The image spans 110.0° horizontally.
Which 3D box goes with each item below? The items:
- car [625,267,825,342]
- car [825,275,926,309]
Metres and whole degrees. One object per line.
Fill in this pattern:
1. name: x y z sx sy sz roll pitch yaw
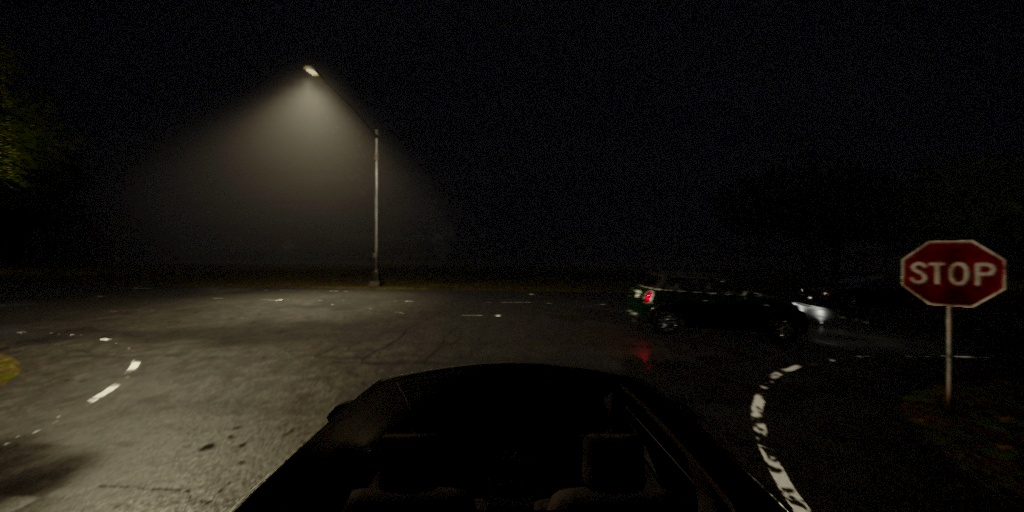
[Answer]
1. car: 5.826 1.282 10.501 4.553 1.767 2.097 3 0 3
2. car: 16.819 1.630 16.883 5.357 1.411 2.033 1 1 3
